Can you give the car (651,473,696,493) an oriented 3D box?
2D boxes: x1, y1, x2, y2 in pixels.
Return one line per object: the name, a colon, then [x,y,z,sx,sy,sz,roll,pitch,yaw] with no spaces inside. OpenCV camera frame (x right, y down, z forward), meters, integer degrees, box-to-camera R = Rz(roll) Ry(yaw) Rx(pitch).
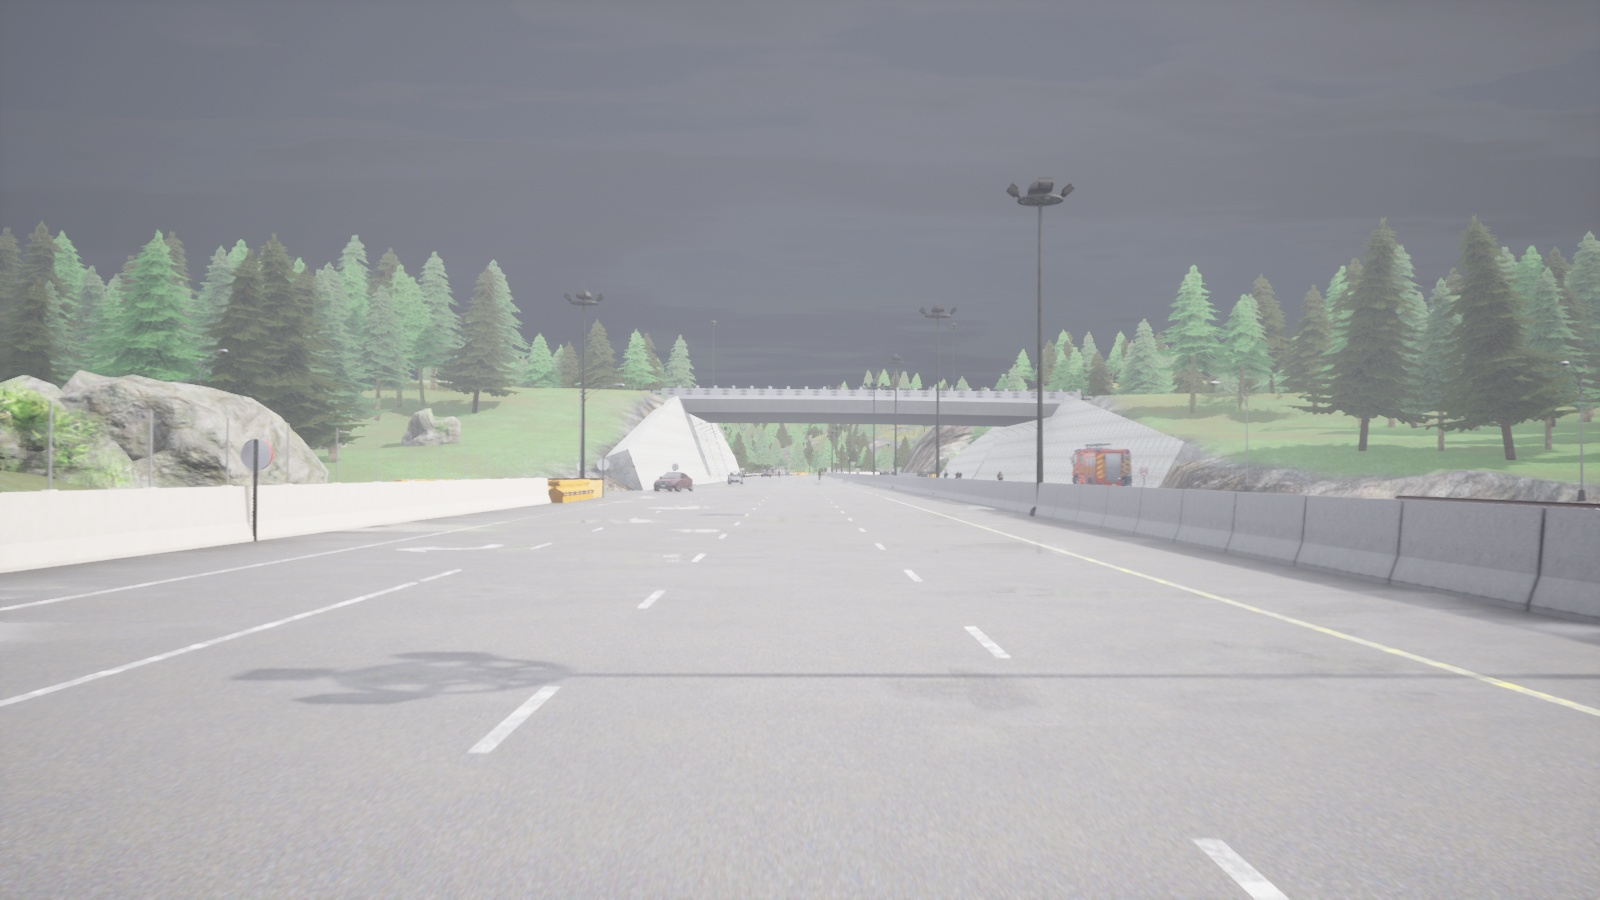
car: [-9.217,2.418,92.038,1.812,1.442,4.674,0,-1,14]
